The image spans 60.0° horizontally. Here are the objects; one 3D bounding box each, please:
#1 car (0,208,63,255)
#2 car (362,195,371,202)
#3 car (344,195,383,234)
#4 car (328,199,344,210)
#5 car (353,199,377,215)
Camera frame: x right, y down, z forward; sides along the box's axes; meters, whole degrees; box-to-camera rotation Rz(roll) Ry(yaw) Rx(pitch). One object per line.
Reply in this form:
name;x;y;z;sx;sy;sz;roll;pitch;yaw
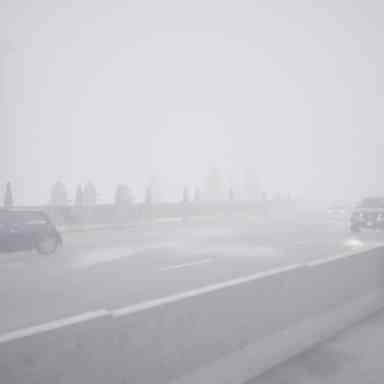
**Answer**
car;-7.171;1.413;11.944;4.553;1.767;2.097;0;0;-38
car;39.017;1.378;74.384;1.882;1.535;5.008;-1;-1;28
car;10.872;1.264;19.078;2.150;2.045;5.566;0;0;41
car;19.758;1.688;45.175;1.812;1.442;4.674;-1;-1;28
car;19.210;1.603;36.855;2.128;1.511;4.902;-1;0;29
